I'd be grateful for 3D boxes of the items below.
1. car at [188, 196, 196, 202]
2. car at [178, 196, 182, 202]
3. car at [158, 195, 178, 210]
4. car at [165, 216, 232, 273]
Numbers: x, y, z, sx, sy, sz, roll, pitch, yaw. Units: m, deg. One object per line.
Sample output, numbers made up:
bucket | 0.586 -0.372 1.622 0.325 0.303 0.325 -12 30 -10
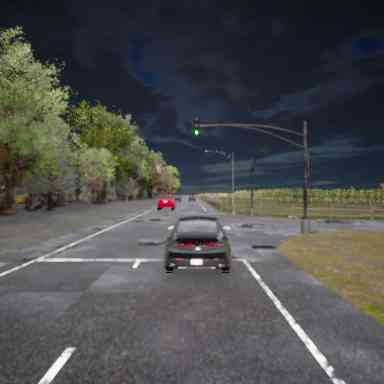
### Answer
car | -0.017 1.810 87.054 1.837 1.490 4.892 0 0 0
car | -3.516 1.798 83.320 1.837 1.490 4.892 0 0 0
car | -3.409 1.389 45.208 2.150 2.045 5.566 0 0 0
car | 0.229 1.547 10.883 1.837 1.490 4.892 0 0 3
